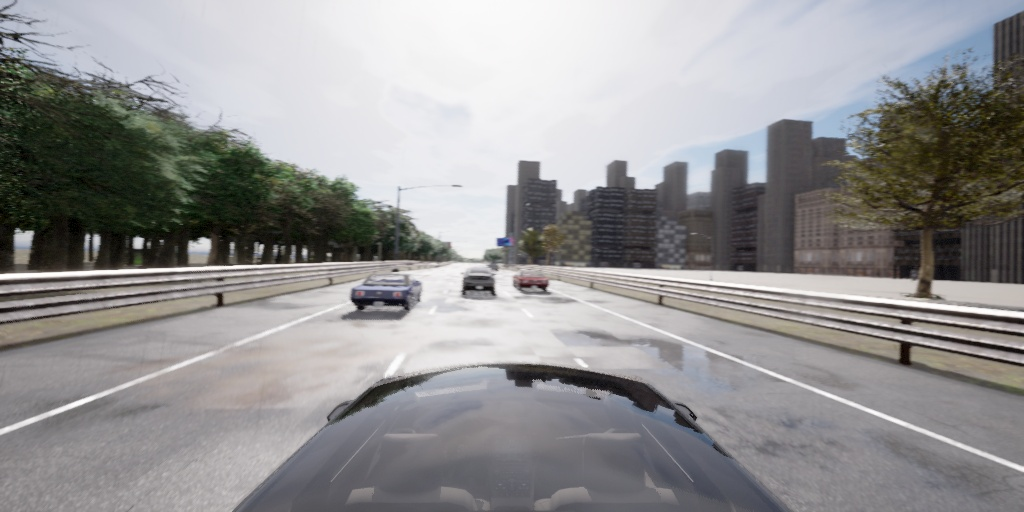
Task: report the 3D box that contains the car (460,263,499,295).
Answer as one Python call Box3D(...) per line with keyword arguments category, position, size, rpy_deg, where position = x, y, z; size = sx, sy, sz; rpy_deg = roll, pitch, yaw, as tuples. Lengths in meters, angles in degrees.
Box3D(category="car", position=(-1.967, 1.382, 20.998), size=(1.837, 1.490, 4.892), rpy_deg=(2, 0, -7))

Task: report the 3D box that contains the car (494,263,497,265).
Box3D(category="car", position=(-3.328, 1.915, 61.521), size=(2.033, 1.649, 4.856), rpy_deg=(2, -1, -7))

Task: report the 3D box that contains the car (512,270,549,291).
Box3D(category="car", position=(1.144, 1.627, 24.389), size=(1.895, 1.301, 4.718), rpy_deg=(2, -1, -7))

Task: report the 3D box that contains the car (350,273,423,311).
Box3D(category="car", position=(-4.657, 1.305, 14.064), size=(1.895, 1.301, 4.718), rpy_deg=(2, -1, -7))
